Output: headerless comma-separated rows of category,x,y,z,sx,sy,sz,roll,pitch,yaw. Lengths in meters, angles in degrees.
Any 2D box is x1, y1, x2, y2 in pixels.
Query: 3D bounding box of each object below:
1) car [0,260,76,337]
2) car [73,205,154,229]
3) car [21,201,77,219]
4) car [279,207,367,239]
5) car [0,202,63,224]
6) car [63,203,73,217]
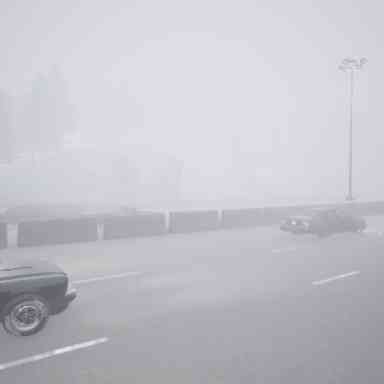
car,-4.312,1.600,4.975,4.718,1.301,1.895,0,0,-35
car,-4.993,1.585,21.892,4.718,1.301,1.895,0,0,-35
car,-12.594,1.552,29.374,4.181,1.385,1.994,0,0,-35
car,6.855,1.504,17.181,5.357,1.411,2.033,0,0,-35
car,-11.379,1.485,21.658,4.902,1.511,2.128,0,0,-35
car,-10.605,1.553,26.494,4.181,1.385,1.994,0,0,-35
